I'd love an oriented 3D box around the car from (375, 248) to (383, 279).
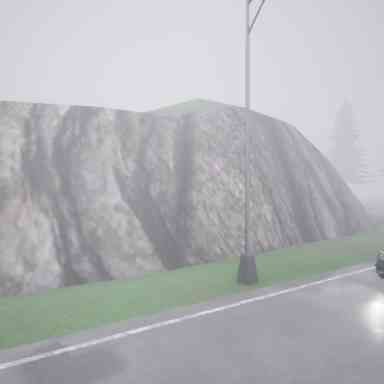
[{"bbox_3d":[6.730,1.526,8.784,4.674,1.442,1.812,0,0,-35],"label":"car"}]
